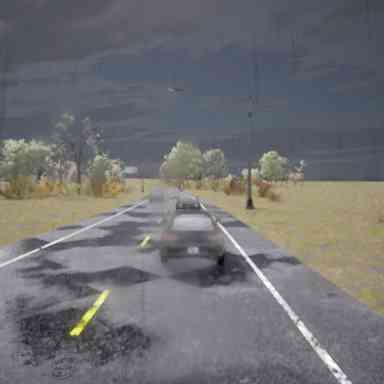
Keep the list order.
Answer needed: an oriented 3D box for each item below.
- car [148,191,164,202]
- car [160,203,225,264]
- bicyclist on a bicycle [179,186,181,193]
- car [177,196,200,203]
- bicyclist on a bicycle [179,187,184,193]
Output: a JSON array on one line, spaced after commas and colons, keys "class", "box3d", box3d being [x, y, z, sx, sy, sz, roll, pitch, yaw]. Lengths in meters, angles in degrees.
[{"class": "car", "box3d": [-4.622, 0.576, 43.818, 2.033, 1.411, 5.357, 0, 1, -2]}, {"class": "car", "box3d": [-0.007, 1.285, 10.789, 1.812, 1.442, 4.674, 0, 1, -1]}, {"class": "bicyclist on a bicycle", "box3d": [-3.276, -0.675, 90.595, 0.659, 1.776, 1.843, 0, 2, -5]}, {"class": "car", "box3d": [-0.343, 0.990, 27.485, 1.895, 1.301, 4.718, 0, 1, -1]}, {"class": "bicyclist on a bicycle", "box3d": [-2.489, -0.397, 81.608, 0.866, 1.612, 1.509, 0, 1, -5]}]
